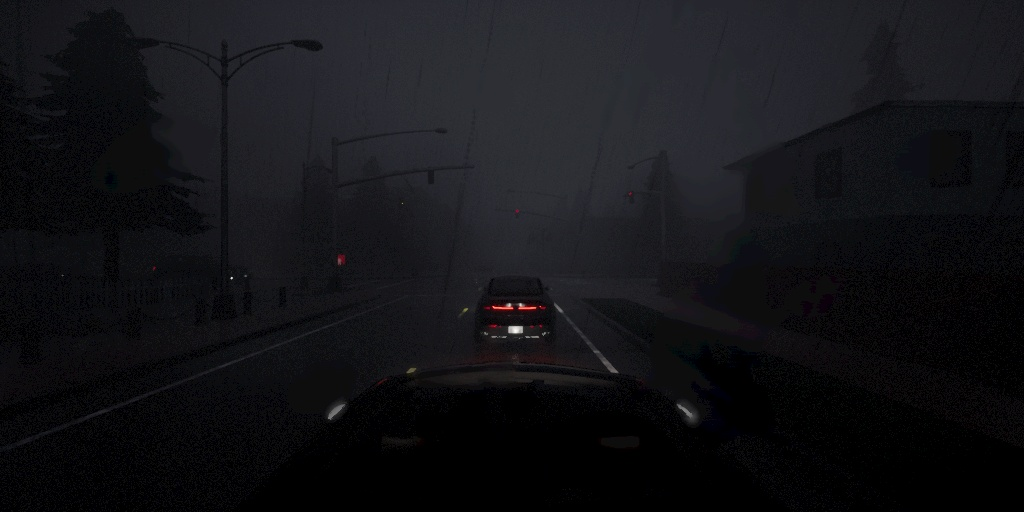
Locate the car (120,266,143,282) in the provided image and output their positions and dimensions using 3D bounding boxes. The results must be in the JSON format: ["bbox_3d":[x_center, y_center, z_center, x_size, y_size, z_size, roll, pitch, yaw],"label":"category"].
[{"bbox_3d":[-27.497,1.329,27.549,4.181,1.385,1.994,0,0,-2],"label":"car"}]

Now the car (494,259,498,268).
[{"bbox_3d":[-3.460,1.276,54.315,1.812,1.442,4.674,0,0,0],"label":"car"}]

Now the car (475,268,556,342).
[{"bbox_3d":[0.092,1.255,9.729,1.837,1.490,4.892,0,0,0],"label":"car"}]

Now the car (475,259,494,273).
[{"bbox_3d":[-3.495,1.276,44.179,1.812,1.442,4.674,0,0,-1],"label":"car"}]

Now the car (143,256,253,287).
[{"bbox_3d":[-20.665,0.987,24.039,5.566,2.045,2.150,0,0,-1],"label":"car"}]

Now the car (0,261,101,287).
[{"bbox_3d":[-31.103,1.257,23.763,4.902,1.511,2.128,0,0,-1],"label":"car"}]
